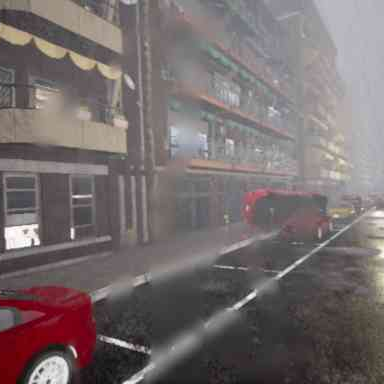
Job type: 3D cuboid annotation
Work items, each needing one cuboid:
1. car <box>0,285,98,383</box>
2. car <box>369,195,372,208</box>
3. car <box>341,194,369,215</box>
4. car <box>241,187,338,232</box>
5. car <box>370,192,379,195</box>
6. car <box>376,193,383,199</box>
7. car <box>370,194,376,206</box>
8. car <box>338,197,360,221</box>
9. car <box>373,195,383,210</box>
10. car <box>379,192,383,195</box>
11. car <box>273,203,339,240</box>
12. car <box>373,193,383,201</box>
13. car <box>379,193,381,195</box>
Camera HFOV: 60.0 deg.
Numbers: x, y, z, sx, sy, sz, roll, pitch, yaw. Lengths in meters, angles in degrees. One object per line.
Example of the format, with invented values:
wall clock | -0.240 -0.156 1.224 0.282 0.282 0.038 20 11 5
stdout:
car | -2.932 1.689 2.895 1.887 1.381 4.507 -3 -1 32
car | 17.711 1.316 35.613 2.008 1.369 4.403 -3 -1 32
car | 14.751 1.133 30.942 2.192 1.841 5.009 -3 -1 32
car | 5.404 0.989 19.322 5.566 2.150 2.045 3 12 -29
car | 23.604 1.104 44.961 1.967 1.590 4.097 -3 -1 32
car | 44.252 0.894 77.676 1.947 1.339 4.313 -3 -1 32
car | 20.660 1.265 40.287 2.008 1.369 4.403 -3 -1 32
car | 11.721 1.398 26.122 1.752 1.417 4.829 -3 -1 32
car | 20.877 1.250 35.601 1.895 1.301 4.718 -3 -1 33
car | 29.506 1.109 54.308 1.887 1.381 4.507 -3 -1 32
car | 5.915 1.523 16.917 1.887 1.381 4.507 -3 -1 32
car | 38.354 1.003 68.328 1.802 1.307 4.206 -3 -1 32
car | 26.558 1.179 49.634 1.947 1.339 4.313 -3 -1 32
